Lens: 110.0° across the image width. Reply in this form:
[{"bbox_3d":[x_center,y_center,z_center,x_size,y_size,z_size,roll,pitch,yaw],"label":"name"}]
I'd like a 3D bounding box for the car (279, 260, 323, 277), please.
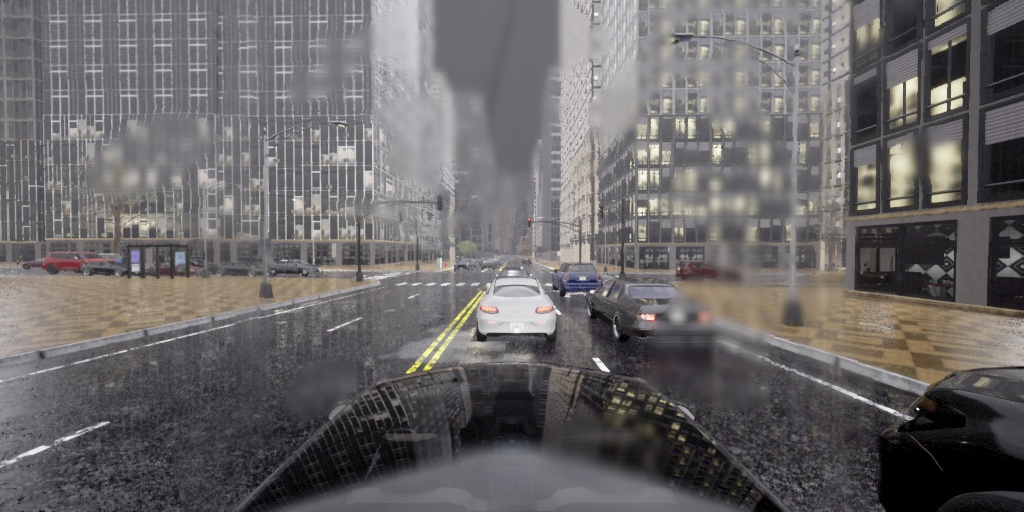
[{"bbox_3d":[-20.005,1.080,32.920,4.902,1.511,2.128,1,1,1],"label":"car"}]

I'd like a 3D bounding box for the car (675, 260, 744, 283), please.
[{"bbox_3d":[16.214,1.269,29.713,5.009,1.841,2.192,0,0,1],"label":"car"}]

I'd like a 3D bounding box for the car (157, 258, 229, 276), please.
[{"bbox_3d":[-29.416,0.981,33.119,5.008,1.535,1.882,1,1,1],"label":"car"}]

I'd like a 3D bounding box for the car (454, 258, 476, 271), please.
[{"bbox_3d":[-6.588,1.068,49.244,2.097,1.767,4.553,0,0,1],"label":"car"}]

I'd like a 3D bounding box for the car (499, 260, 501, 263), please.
[{"bbox_3d":[-3.283,1.304,60.987,1.895,1.301,4.718,0,0,0],"label":"car"}]

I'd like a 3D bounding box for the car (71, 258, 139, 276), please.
[{"bbox_3d":[-34.075,1.070,30.584,4.313,1.339,1.948,0,0,1],"label":"car"}]

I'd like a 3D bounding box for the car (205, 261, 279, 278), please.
[{"bbox_3d":[-22.710,1.174,30.269,4.313,1.339,1.948,0,0,1],"label":"car"}]

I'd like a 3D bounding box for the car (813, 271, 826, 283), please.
[{"bbox_3d":[27.663,1.579,29.507,4.829,1.417,1.751,0,0,1],"label":"car"}]

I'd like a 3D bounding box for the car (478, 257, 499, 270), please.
[{"bbox_3d":[-3.305,1.262,51.227,2.033,1.411,5.357,0,0,0],"label":"car"}]

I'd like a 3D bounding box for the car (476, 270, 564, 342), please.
[{"bbox_3d":[0.105,1.272,9.644,1.812,1.442,4.674,0,0,0],"label":"car"}]

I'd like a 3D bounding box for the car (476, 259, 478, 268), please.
[{"bbox_3d":[-6.544,1.211,58.341,1.837,1.490,4.892,0,0,0],"label":"car"}]

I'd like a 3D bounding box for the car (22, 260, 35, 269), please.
[{"bbox_3d":[-50.941,0.794,39.373,4.207,1.307,1.802,0,0,1],"label":"car"}]

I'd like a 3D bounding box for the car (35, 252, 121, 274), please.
[{"bbox_3d":[-40.016,0.628,33.346,5.566,2.045,2.150,1,1,1],"label":"car"}]

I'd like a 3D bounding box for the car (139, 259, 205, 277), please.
[{"bbox_3d":[-28.394,1.138,30.407,4.207,1.307,1.802,0,0,1],"label":"car"}]

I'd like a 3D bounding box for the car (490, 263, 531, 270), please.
[{"bbox_3d":[0.112,1.288,18.888,2.033,1.411,5.357,0,0,0],"label":"car"}]

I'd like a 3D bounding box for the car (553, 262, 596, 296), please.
[{"bbox_3d":[3.363,1.093,19.168,2.097,1.767,4.553,0,0,0],"label":"car"}]

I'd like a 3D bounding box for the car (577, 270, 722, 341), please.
[{"bbox_3d":[3.358,1.293,9.782,2.033,1.411,5.357,0,0,0],"label":"car"}]
